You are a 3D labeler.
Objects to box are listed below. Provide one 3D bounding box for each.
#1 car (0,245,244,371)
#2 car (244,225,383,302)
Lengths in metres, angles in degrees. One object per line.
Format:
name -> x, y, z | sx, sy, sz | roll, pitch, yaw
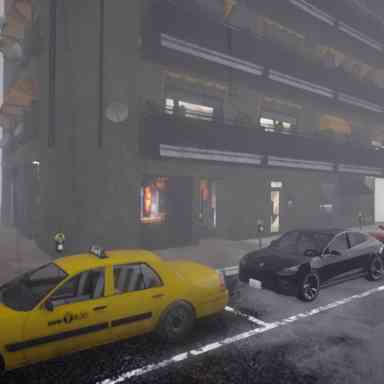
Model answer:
car -> -1.647, 1.526, 4.909 | 4.829, 1.417, 1.752 | 0, 1, -35
car -> 3.115, 1.568, 8.291 | 4.313, 1.339, 1.947 | 0, 1, -35
